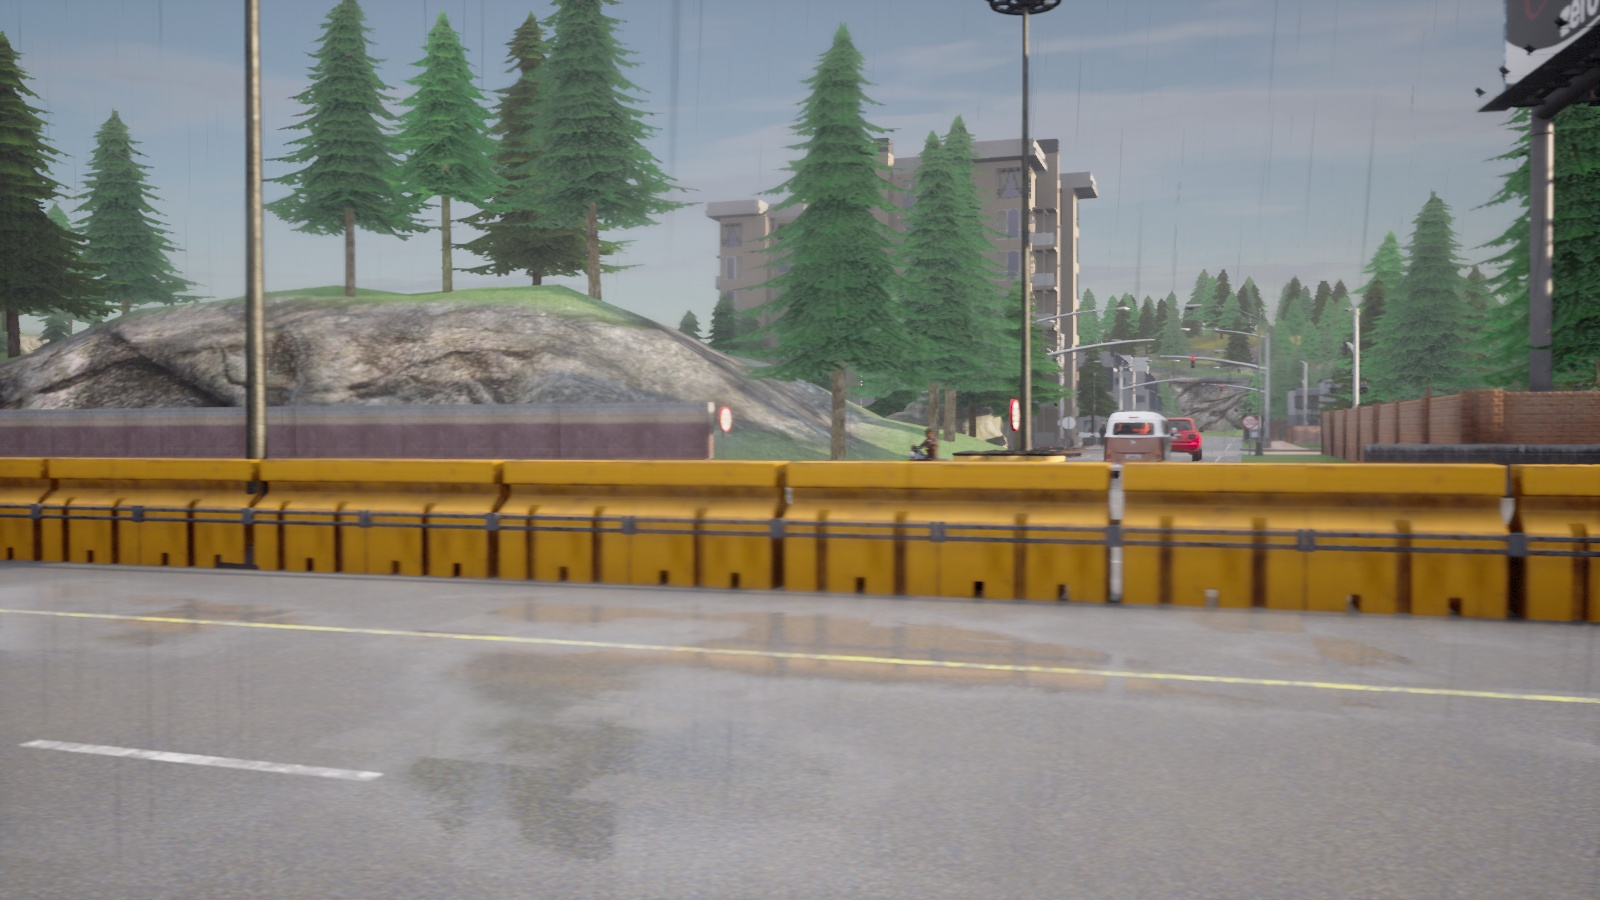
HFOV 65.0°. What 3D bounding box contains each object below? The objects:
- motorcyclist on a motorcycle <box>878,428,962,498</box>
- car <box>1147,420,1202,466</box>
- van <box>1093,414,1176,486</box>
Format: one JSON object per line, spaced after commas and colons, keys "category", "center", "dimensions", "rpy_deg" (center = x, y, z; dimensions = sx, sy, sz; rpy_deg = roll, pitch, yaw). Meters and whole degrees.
{"category": "motorcyclist on a motorcycle", "center": [2.960, 0.295, 30.800], "dimensions": [0.766, 1.649, 2.350], "rpy_deg": [-1, 0, 42]}
{"category": "car", "center": [17.657, -0.354, 59.085], "dimensions": [2.150, 2.045, 5.566], "rpy_deg": [1, 1, 20]}
{"category": "van", "center": [10.123, -0.037, 37.807], "dimensions": [2.069, 2.038, 4.480], "rpy_deg": [1, 1, 19]}
